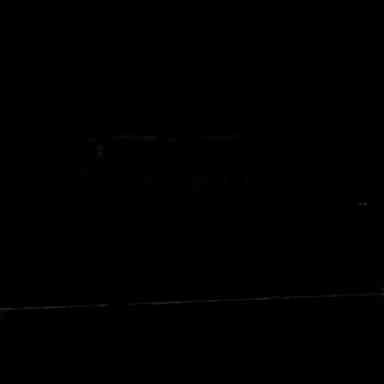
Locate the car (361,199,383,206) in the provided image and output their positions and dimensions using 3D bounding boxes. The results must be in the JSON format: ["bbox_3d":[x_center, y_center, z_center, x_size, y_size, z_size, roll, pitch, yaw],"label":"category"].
[{"bbox_3d":[41.042,2.369,75.660,2.033,1.411,5.357,1,0,-8],"label":"car"}]

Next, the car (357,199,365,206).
[{"bbox_3d":[37.578,2.325,75.162,2.128,1.511,4.902,1,0,-8],"label":"car"}]

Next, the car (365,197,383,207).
[{"bbox_3d":[35.862,1.969,62.555,2.150,2.045,5.566,1,0,-8],"label":"car"}]

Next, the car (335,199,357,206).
[{"bbox_3d":[34.114,2.292,74.662,1.812,1.442,4.674,1,0,-8],"label":"car"}]

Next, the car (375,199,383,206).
[{"bbox_3d":[44.506,2.359,76.159,1.837,1.490,4.892,1,0,-8],"label":"car"}]
